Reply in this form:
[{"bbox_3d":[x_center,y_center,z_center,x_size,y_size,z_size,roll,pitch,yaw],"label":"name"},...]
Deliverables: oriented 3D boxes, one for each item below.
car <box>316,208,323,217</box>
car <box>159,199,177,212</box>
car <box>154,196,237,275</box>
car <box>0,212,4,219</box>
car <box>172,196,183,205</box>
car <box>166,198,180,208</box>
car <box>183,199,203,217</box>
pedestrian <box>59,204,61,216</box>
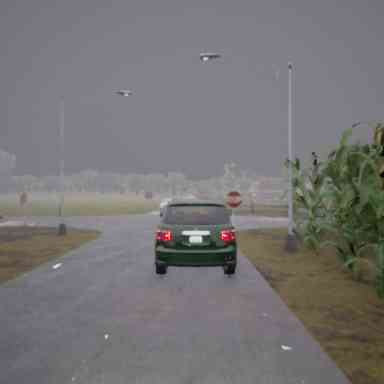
[{"bbox_3d":[12.611,1.508,27.917,4.902,1.511,2.128,0,1,-2],"label":"car"},{"bbox_3d":[-2.879,1.574,40.483,1.812,1.442,4.674,0,0,1],"label":"car"},{"bbox_3d":[0.101,1.231,10.588,2.150,2.045,5.566,0,0,0],"label":"car"},{"bbox_3d":[-17.195,1.643,24.909,5.357,1.411,2.033,0,1,0],"label":"car"},{"bbox_3d":[-2.757,1.566,63.985,1.882,1.535,5.008,0,0,0],"label":"car"},{"bbox_3d":[-2.829,1.628,50.474,1.994,1.385,4.181,0,0,0],"label":"car"},{"bbox_3d":[0.101,1.514,32.633,1.882,1.535,5.008,0,0,0],"label":"car"},{"bbox_3d":[-12.181,1.658,30.904,0.500,1.100,0.500,0,1,0],"label":"pedestrian"}]
